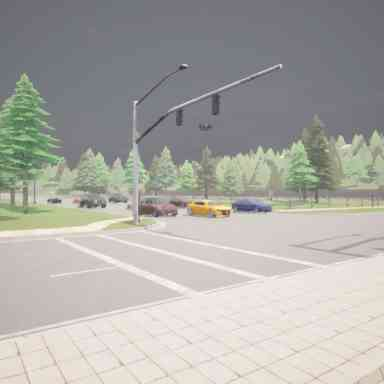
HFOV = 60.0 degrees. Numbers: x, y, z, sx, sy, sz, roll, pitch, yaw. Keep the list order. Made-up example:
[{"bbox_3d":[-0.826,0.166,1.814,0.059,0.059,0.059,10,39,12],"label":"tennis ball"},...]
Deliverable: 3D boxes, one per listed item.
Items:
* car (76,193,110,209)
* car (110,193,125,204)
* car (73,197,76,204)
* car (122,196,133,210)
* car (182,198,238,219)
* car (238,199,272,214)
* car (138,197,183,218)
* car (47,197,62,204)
[{"bbox_3d":[-13.440,1.221,44.909,2.150,2.045,5.566,0,0,-35],"label":"car"},{"bbox_3d":[-14.511,1.223,64.784,2.150,2.045,5.566,0,0,-35],"label":"car"},{"bbox_3d":[-19.965,1.351,60.331,2.097,1.767,4.553,0,0,-35],"label":"car"},{"bbox_3d":[-6.517,1.526,41.167,1.812,1.442,4.674,0,0,-36],"label":"car"},{"bbox_3d":[1.473,1.477,29.770,1.882,1.535,5.008,0,0,-35],"label":"car"},{"bbox_3d":[6.222,1.478,35.187,1.882,1.535,5.008,0,0,-35],"label":"car"},{"bbox_3d":[-3.162,1.352,30.261,2.097,1.767,4.553,0,0,-35],"label":"car"},{"bbox_3d":[-25.989,1.600,62.904,1.895,1.301,4.718,0,0,-35],"label":"car"}]
